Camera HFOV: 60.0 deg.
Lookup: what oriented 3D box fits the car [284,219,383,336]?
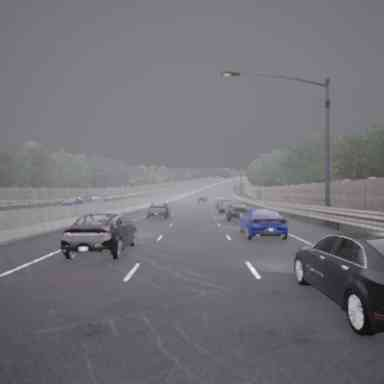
[{"bbox_3d":[3.517,1.535,6.713,1.837,1.490,4.892,0,0,0],"label":"car"}]

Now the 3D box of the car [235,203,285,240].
[{"bbox_3d":[3.629,1.575,17.609,1.882,1.535,5.008,0,0,1],"label":"car"}]

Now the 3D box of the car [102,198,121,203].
[{"bbox_3d":[-12.782,1.880,54.997,1.895,1.301,4.718,0,0,3],"label":"car"}]

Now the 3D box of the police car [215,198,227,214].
[{"bbox_3d":[4.158,1.770,39.394,2.038,1.542,4.974,0,0,2],"label":"police car"}]

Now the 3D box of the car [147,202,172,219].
[{"bbox_3d":[-2.984,1.685,30.903,2.128,1.511,4.902,0,0,1],"label":"car"}]

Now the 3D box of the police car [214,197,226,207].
[{"bbox_3d":[5.095,1.745,61.265,1.930,1.638,5.238,0,0,3],"label":"police car"}]

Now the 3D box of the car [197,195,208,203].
[{"bbox_3d":[2.133,1.603,71.693,1.837,1.490,4.892,0,0,4],"label":"car"}]

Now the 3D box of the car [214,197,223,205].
[{"bbox_3d":[4.572,1.801,50.277,2.128,1.511,4.902,0,0,2],"label":"car"}]

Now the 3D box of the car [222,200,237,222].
[{"bbox_3d":[3.843,1.690,28.504,1.837,1.490,4.892,0,-1,1],"label":"car"}]

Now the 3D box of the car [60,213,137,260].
[{"bbox_3d":[-3.320,1.549,12.657,2.128,1.511,4.902,0,0,1],"label":"car"}]

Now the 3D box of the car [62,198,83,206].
[{"bbox_3d":[-19.765,1.742,55.297,1.882,1.535,5.008,0,0,3],"label":"car"}]

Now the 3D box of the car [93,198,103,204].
[{"bbox_3d":[-16.079,1.777,58.928,1.837,1.490,4.892,0,0,3],"label":"car"}]

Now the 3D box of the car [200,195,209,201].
[{"bbox_3d":[3.355,1.610,89.345,2.033,1.411,5.357,0,1,4],"label":"car"}]
